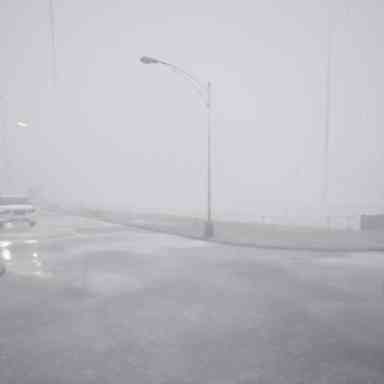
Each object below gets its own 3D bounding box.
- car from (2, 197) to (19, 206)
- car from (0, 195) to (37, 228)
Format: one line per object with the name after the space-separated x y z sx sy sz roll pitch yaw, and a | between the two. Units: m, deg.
-29.757 1.557 54.532 1.994 1.385 4.181 0 0 -35 | car
-12.124 1.219 22.549 2.150 2.045 5.566 0 0 -35 | car
